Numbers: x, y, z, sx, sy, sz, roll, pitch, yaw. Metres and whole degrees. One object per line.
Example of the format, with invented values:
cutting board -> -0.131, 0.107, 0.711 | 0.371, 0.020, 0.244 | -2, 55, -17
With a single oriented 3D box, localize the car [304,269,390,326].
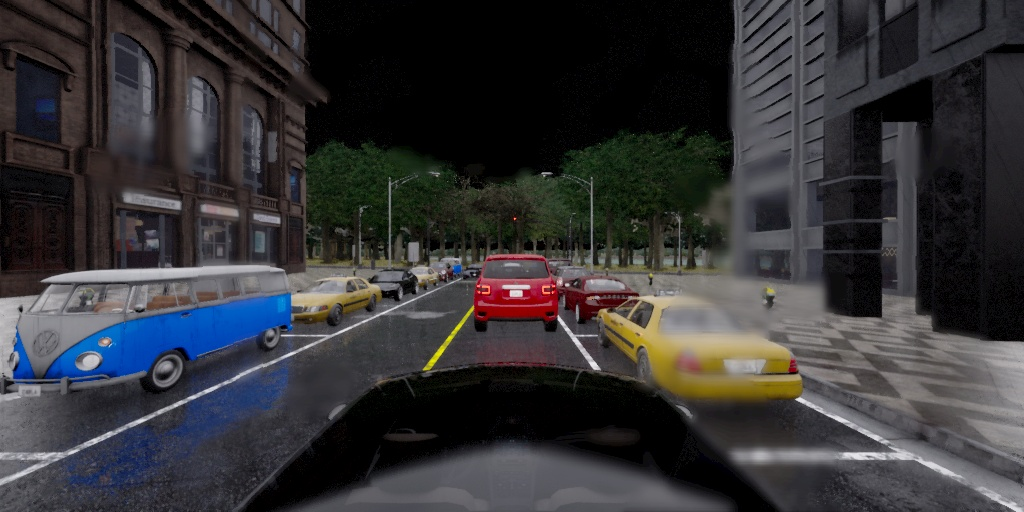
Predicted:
car -> -5.762, 1.276, 11.651 | 1.751, 1.417, 4.829 | 0, 0, 0

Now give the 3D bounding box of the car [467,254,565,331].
car -> 0.104, 0.972, 11.077 | 2.150, 2.045, 5.566 | 0, 0, 0

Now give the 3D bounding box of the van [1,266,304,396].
van -> -5.763, 1.091, 6.383 | 1.690, 1.789, 3.998 | 0, 0, 0

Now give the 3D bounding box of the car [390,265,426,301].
car -> -5.762, 1.317, 17.258 | 1.948, 1.339, 4.313 | 0, 0, 0

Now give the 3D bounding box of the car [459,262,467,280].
car -> -3.000, 1.322, 30.731 | 1.994, 1.385, 4.181 | 0, 0, 0

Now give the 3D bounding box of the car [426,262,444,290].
car -> -5.761, 1.277, 22.525 | 1.751, 1.417, 4.829 | 0, 0, 0

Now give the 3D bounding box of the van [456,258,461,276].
van -> -5.760, 1.096, 33.570 | 1.690, 1.789, 3.998 | 0, 0, 0

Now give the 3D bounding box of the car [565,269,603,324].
car -> 2.763, 1.295, 11.819 | 1.888, 1.381, 4.507 | 0, 0, 0

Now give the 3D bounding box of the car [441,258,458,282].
car -> -5.760, 1.193, 28.133 | 1.967, 1.591, 4.097 | 0, 0, 0

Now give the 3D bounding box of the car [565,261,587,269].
car -> 2.764, 1.191, 17.257 | 1.967, 1.591, 4.097 | 0, 0, 0

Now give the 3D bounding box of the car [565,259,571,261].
car -> 2.764, 1.067, 22.694 | 2.192, 1.841, 5.009 | 0, 0, 0

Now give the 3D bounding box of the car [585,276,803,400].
car -> 2.763, 1.275, 6.552 | 1.751, 1.417, 4.829 | 0, 0, 0
